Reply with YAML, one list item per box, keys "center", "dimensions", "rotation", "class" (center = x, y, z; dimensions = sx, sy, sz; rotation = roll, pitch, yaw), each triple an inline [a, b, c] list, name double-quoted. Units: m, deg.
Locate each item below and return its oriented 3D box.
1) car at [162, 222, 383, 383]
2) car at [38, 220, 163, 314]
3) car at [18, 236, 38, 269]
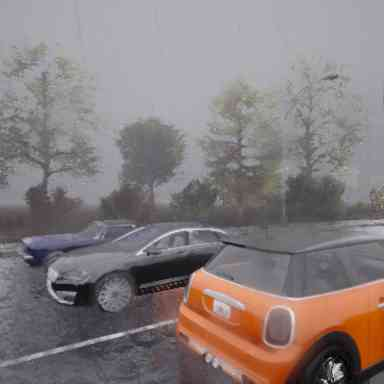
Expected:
- center: [2.108, 1.347, 4.942]
  dimensions: [4.553, 1.767, 2.097]
  rotation: [0, 0, -34]
  class: "car"
- center: [-0.625, 1.472, 7.591]
  dimensions: [4.902, 1.511, 2.128]
  rotation: [0, 0, -32]
  class: "car"
- center: [-2.777, 1.569, 10.393]
  dimensions: [4.718, 1.301, 1.895]
  rotation: [0, 0, -33]
  class: "car"
